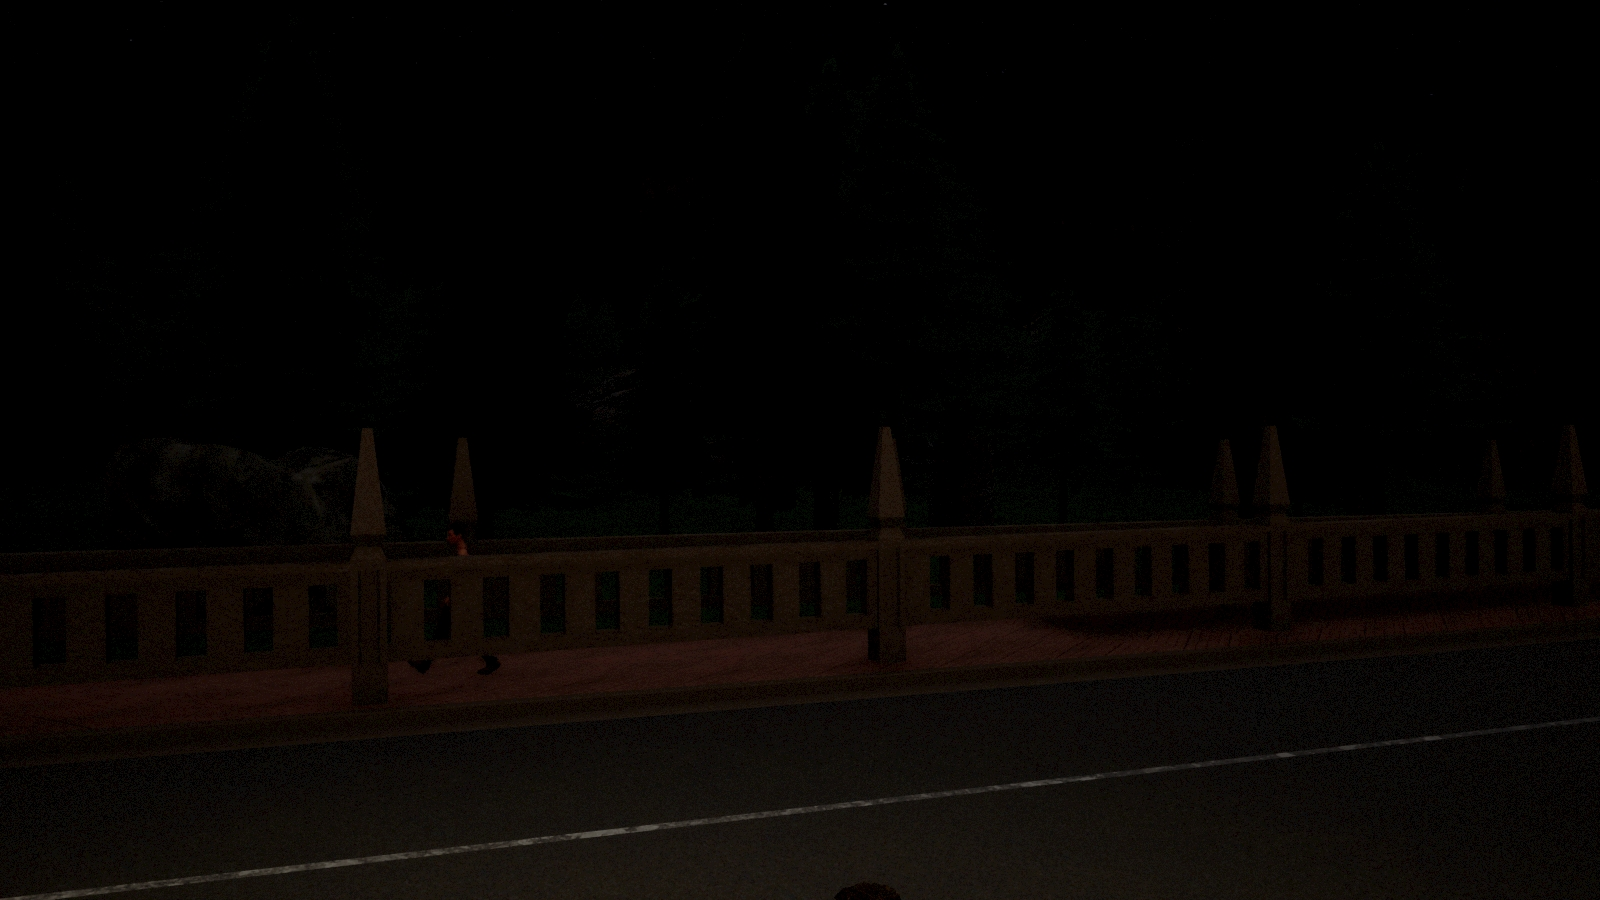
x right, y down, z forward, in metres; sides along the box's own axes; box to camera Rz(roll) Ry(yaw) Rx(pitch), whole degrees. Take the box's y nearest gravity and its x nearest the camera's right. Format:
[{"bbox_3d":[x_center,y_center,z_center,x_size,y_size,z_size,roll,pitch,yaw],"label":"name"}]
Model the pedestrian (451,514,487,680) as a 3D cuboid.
[{"bbox_3d":[-3.853,1.694,13.290,0.375,1.860,0.375,0,0,-20],"label":"pedestrian"}]
